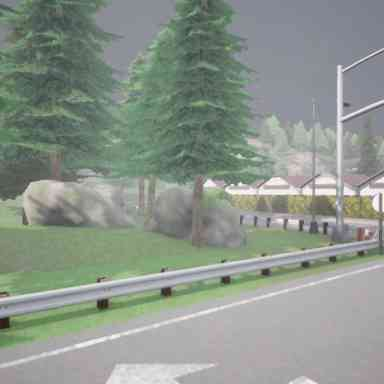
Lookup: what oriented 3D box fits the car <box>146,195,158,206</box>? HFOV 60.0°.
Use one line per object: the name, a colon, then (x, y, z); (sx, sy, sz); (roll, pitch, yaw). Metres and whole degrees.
car: (-4.460, 1.443, 46.787); (2.150, 2.045, 5.566); (0, 0, -35)
